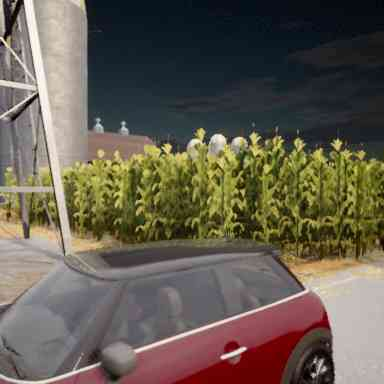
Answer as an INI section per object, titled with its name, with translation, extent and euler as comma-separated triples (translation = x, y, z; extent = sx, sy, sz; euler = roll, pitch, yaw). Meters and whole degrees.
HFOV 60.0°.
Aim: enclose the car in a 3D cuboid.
[car]
translation = -0.693, 1.349, 3.125
extent = 4.553, 1.767, 2.097
euler = 0, 0, -37
